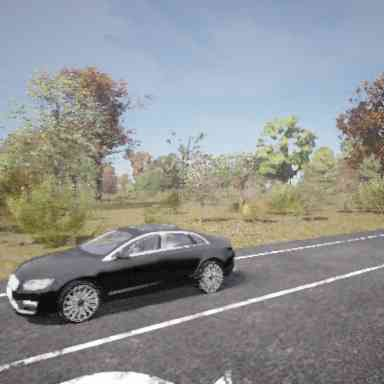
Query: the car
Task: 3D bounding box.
[{"bbox_3d":[-1.217,1.510,7.292,4.902,1.511,2.128,0,0,-35],"label":"car"}]
